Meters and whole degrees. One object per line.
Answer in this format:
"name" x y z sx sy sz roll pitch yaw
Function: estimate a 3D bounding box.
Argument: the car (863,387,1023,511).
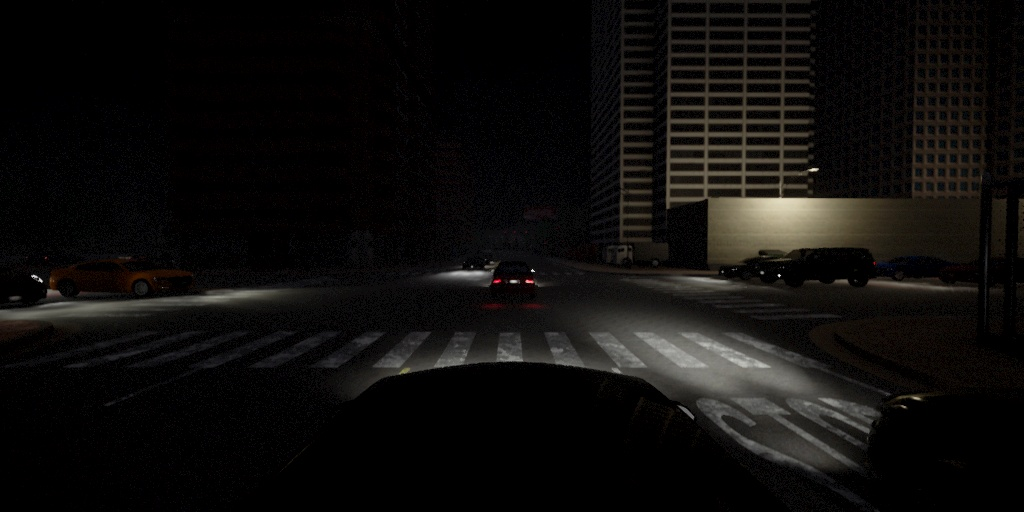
"car" 3.607 1.264 0.681 2.128 1.511 4.902 0 1 0

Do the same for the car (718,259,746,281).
"car" 15.763 0.754 22.737 4.892 1.490 1.837 0 1 0

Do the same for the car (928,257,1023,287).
"car" 26.152 0.804 19.302 5.008 1.535 1.882 0 1 0

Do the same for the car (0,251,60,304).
"car" -18.775 0.820 12.026 4.553 1.767 2.097 0 1 2

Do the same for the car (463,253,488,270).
"car" -3.719 0.628 35.437 1.895 1.301 4.718 0 1 -1

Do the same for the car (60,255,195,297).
"car" -16.549 0.874 15.387 5.008 1.535 1.882 0 1 1

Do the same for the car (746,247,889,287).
"car" 16.164 0.546 19.233 5.566 2.045 2.150 0 1 0

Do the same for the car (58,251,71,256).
"car" -50.147 0.224 39.432 2.097 1.767 4.553 0 1 -14

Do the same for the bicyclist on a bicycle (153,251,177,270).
"bicyclist on a bicycle" -26.639 0.434 27.565 0.582 1.620 1.656 0 2 10

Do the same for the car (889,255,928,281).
"car" 25.253 0.729 22.796 5.008 1.535 1.882 0 1 0

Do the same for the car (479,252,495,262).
"car" -3.797 0.156 54.997 2.033 1.411 5.357 0 1 0

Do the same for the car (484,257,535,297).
"car" 0.039 0.966 16.094 2.033 1.411 5.357 0 1 0

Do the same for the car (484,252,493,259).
"car" -3.782 0.306 44.717 1.882 1.535 5.008 0 1 0
